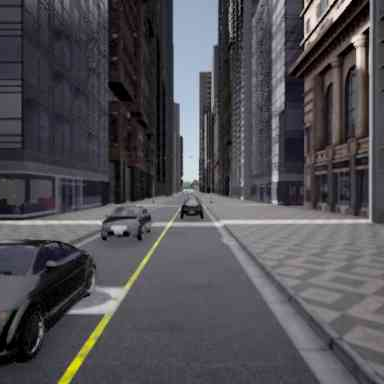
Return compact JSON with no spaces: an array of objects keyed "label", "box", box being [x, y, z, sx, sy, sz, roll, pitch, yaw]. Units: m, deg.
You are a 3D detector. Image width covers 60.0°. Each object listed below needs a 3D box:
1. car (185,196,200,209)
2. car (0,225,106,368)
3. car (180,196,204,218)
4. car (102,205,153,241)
[{"label":"car","box":[0.059,1.342,44.622,1.837,1.490,4.892,0,1,0]},{"label":"car","box":[-3.092,1.540,5.707,1.994,1.385,4.181,0,0,0]},{"label":"car","box":[0.014,1.368,28.414,1.882,1.535,5.008,0,1,0]},{"label":"car","box":[-3.084,1.426,16.470,2.128,1.511,4.902,0,0,0]}]
